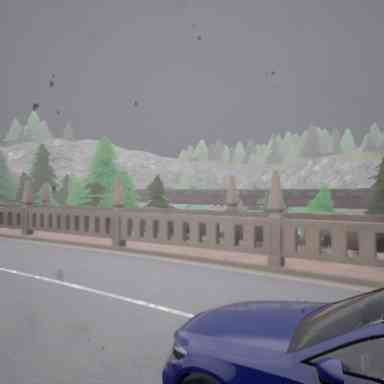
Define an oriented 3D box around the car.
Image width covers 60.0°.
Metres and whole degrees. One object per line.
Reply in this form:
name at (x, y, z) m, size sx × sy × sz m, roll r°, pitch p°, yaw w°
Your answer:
car at (1.898, 1.526, 2.635) m, size 4.674 × 1.442 × 1.812 m, roll 0°, pitch 0°, yaw 35°
